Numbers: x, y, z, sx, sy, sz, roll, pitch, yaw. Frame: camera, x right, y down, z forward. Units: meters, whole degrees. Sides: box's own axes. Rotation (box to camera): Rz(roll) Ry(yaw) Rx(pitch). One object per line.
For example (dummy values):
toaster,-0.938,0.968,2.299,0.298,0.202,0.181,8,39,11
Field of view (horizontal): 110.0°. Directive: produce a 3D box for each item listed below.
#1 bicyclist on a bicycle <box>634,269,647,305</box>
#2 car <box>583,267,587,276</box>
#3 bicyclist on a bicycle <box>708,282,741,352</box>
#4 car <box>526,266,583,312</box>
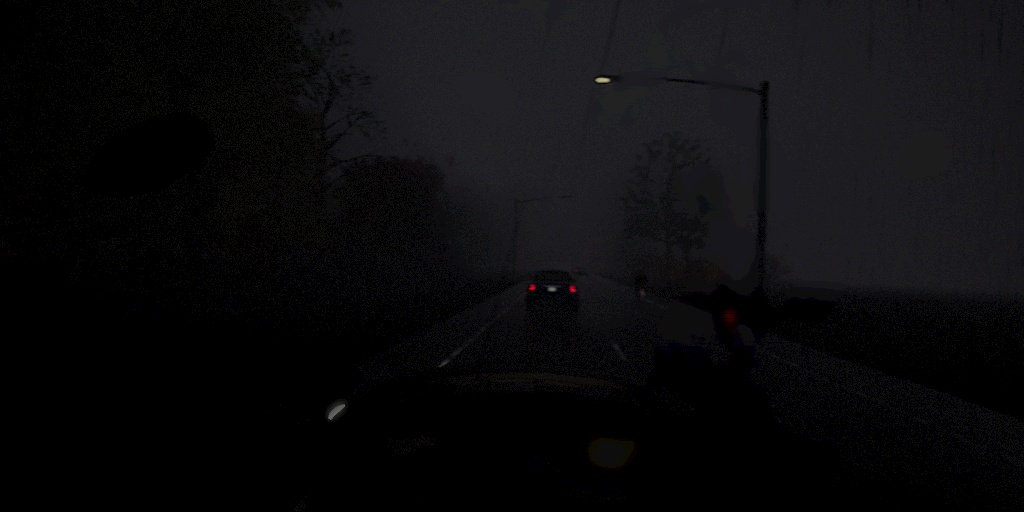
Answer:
bicyclist on a bicycle,6.576,1.570,18.481,0.659,1.776,1.843,2,-1,8
car,10.886,2.454,57.221,1.994,1.385,4.181,2,-1,8
bicyclist on a bicycle,5.294,1.476,8.944,0.582,1.620,1.656,2,-1,8
car,1.858,1.365,16.137,2.097,1.767,4.553,2,-1,8
